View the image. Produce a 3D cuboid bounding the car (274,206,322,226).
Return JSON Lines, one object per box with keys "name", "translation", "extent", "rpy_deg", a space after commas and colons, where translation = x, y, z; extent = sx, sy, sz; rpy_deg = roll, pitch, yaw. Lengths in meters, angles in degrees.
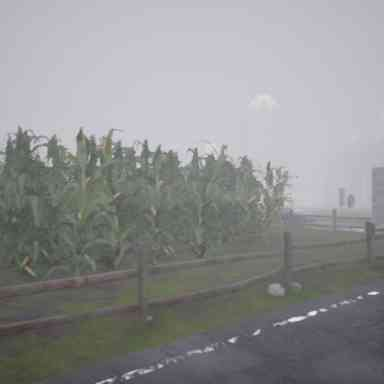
{"name": "car", "translation": [8.130, 1.886, 26.923], "extent": [1.812, 1.442, 4.674], "rpy_deg": [1, -1, -36]}
